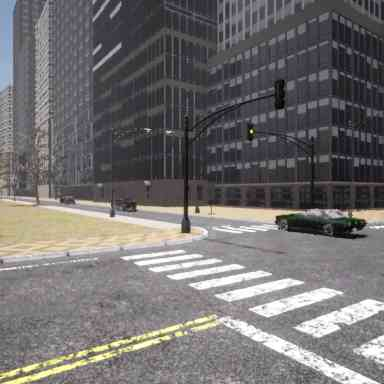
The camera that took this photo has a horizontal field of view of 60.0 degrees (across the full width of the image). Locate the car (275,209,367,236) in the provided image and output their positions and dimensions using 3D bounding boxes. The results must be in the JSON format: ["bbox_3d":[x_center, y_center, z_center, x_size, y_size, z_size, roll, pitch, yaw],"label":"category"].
[{"bbox_3d":[6.907,1.606,18.490,1.895,1.301,4.718,0,0,-34],"label":"car"}]

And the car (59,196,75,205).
[{"bbox_3d":[-23.039,1.499,61.304,2.128,1.511,4.902,0,0,-35],"label":"car"}]

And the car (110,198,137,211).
[{"bbox_3d":[-8.347,1.509,40.362,1.837,1.490,4.892,0,0,-35],"label":"car"}]
